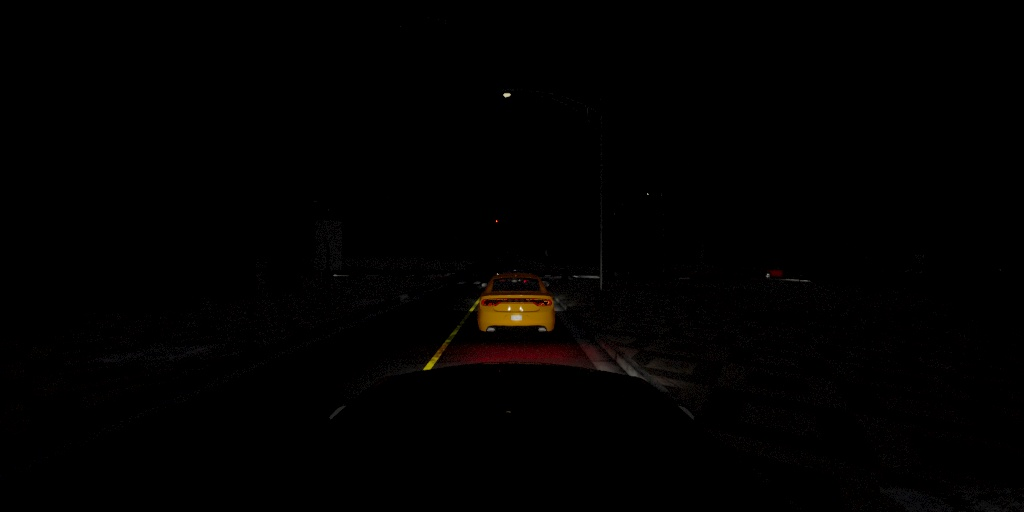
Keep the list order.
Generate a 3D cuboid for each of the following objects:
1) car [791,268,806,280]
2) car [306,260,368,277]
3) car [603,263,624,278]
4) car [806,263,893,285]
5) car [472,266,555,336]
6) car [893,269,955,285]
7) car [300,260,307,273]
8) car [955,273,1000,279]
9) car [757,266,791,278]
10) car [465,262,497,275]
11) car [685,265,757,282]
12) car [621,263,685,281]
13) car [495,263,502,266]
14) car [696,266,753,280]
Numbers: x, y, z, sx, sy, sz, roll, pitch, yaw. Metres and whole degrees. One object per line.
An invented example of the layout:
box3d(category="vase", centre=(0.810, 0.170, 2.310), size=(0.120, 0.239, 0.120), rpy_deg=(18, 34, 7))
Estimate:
box3d(category="car", centre=(32.135, 1.776, 36.865), size=(4.892, 1.490, 1.837), rpy_deg=(1, 0, 0))
box3d(category="car", centre=(-14.762, 1.114, 30.957), size=(4.403, 1.370, 2.007), rpy_deg=(0, 0, 0))
box3d(category="car", centre=(11.905, 1.454, 36.890), size=(4.892, 1.490, 1.837), rpy_deg=(1, 0, 0))
box3d(category="car", centre=(29.075, 1.538, 31.018), size=(5.009, 1.841, 2.192), rpy_deg=(0, 0, 0))
box3d(category="car", centre=(0.104, 1.227, 10.479), size=(1.882, 1.535, 5.008), rpy_deg=(0, 0, 0))
box3d(category="car", centre=(34.719, 1.862, 31.014), size=(4.507, 1.381, 1.888), rpy_deg=(0, 0, 0))
box3d(category="car", centre=(-19.298, 1.063, 33.712), size=(4.181, 1.385, 1.994), rpy_deg=(1, 0, 0))
box3d(category="car", centre=(40.369, 1.993, 31.009), size=(4.207, 1.307, 1.802), rpy_deg=(0, 0, 0))
box3d(category="car", centre=(29.090, 1.763, 39.544), size=(4.507, 1.381, 1.888), rpy_deg=(0, 0, 0))
box3d(category="car", centre=(-1.958, 1.260, 33.702), size=(4.892, 1.490, 1.837), rpy_deg=(-1, 0, 0))
box3d(category="car", centre=(17.958, 1.569, 31.027), size=(4.829, 1.417, 1.751), rpy_deg=(0, 0, 0))
box3d(category="car", centre=(12.146, 1.522, 31.032), size=(4.313, 1.339, 1.948), rpy_deg=(0, 0, 0))
box3d(category="car", centre=(0.113, 1.296, 20.306), size=(2.033, 1.411, 5.357), rpy_deg=(0, 0, 0))
box3d(category="car", centre=(21.823, 1.704, 36.881), size=(4.718, 1.301, 1.895), rpy_deg=(1, 0, 0))
